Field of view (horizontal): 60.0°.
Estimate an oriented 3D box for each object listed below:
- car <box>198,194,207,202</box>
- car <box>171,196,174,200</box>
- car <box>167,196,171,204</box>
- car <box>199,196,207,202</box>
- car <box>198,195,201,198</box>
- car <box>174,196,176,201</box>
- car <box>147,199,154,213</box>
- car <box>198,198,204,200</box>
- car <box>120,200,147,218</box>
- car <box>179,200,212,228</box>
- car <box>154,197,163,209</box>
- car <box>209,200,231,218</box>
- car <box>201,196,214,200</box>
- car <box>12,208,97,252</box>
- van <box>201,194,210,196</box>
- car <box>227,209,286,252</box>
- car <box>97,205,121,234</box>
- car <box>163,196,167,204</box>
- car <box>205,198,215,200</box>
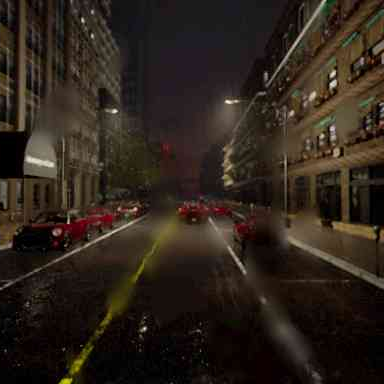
[{"bbox_3d":[2.702,1.495,87.402,2.192,1.841,5.009,1,0,0],"label":"car"},{"bbox_3d":[-5.652,1.685,75.960,1.752,1.417,4.829,1,0,0],"label":"car"},{"bbox_3d":[-5.656,1.691,64.817,2.008,1.369,4.403,1,0,0],"label":"car"},{"bbox_3d":[2.697,1.752,81.746,1.802,1.307,4.206,1,0,0],"label":"car"},{"bbox_3d":[2.730,1.706,64.777,1.947,1.339,4.313,1,0,0],"label":"car"},{"bbox_3d":[-5.646,1.741,93.099,2.008,1.369,4.403,1,0,0],"label":"car"},{"bbox_3d":[-5.666,1.650,36.534,1.947,1.339,4.313,1,0,0],"label":"car"},{"bbox_3d":[0.115,1.692,40.134,1.895,1.301,4.718,0,0,0],"label":"car"},{"bbox_3d":[-5.667,1.513,30.878,1.967,1.590,4.097,1,0,0],"label":"car"},{"bbox_3d":[0.109,1.532,22.511,1.882,1.535,5.008,0,0,0],"label":"car"},{"bbox_3d":[-5.662,1.652,47.847,1.887,1.381,4.507,1,0,0],"label":"car"},{"bbox_3d":[2.712,1.654,30.839,1.802,1.307,4.206,1,0,0],"label":"car"},{"bbox_3d":[2.718,1.658,47.808,2.008,1.369,4.403,1,0,0],"label":"car"},{"bbox_3d":[-5.673,1.476,13.908,1.967,1.590,4.097,1,0,0],"label":"car"},{"bbox_3d":[2.723,1.459,53.465,1.690,1.788,3.998,1,0,0],"label":"van"},{"bbox_3d":[2.705,1.617,13.869,1.802,1.307,4.206,1,0,0],"label":"car"},{"bbox_3d":[-5.673,1.630,19.563,1.802,1.307,4.206,1,0,0],"label":"car"},{"bbox_3d":[-5.660,1.670,53.504,2.008,1.369,4.403,1,0,0],"label":"car"},{"bbox_3d":[2.714,1.635,36.495,2.008,1.369,4.403,1,0,0],"label":"car"}]
